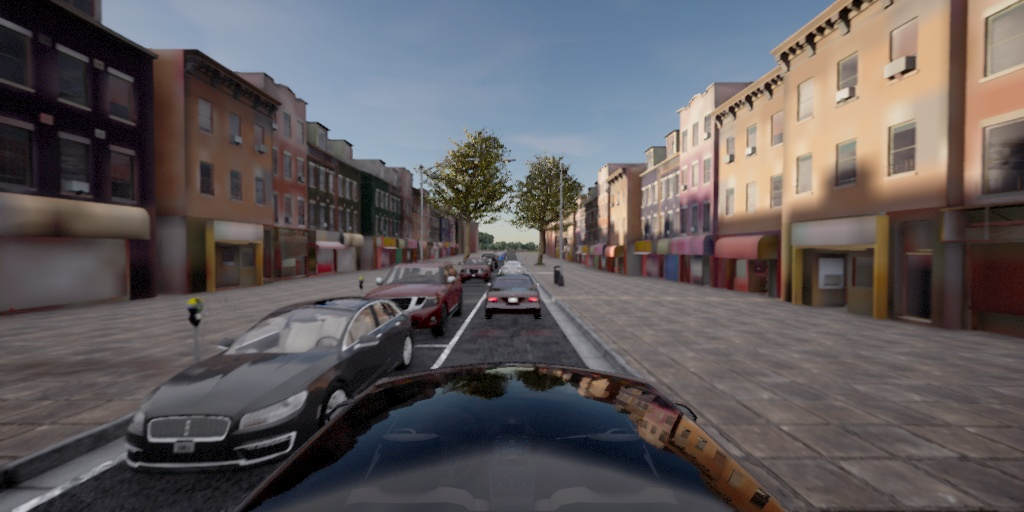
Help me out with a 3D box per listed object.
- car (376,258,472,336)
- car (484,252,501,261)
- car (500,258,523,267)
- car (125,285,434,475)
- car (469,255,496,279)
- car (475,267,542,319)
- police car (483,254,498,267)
[{"bbox_3d":[-2.640,1.089,10.633,2.192,1.841,5.009,0,0,0],"label":"car"},{"bbox_3d":[-2.992,0.623,48.267,2.150,2.045,5.566,0,1,0],"label":"car"},{"bbox_3d":[0.073,1.164,32.537,1.812,1.442,4.674,0,1,0],"label":"car"},{"bbox_3d":[-2.639,1.316,5.079,2.007,1.370,4.403,0,0,0],"label":"car"},{"bbox_3d":[-2.644,1.010,27.277,2.192,1.841,5.009,0,0,0],"label":"car"},{"bbox_3d":[0.046,1.319,12.932,2.033,1.411,5.357,0,0,0],"label":"car"},{"bbox_3d":[-3.018,0.934,41.351,1.930,1.638,5.238,0,1,0],"label":"police car"}]
